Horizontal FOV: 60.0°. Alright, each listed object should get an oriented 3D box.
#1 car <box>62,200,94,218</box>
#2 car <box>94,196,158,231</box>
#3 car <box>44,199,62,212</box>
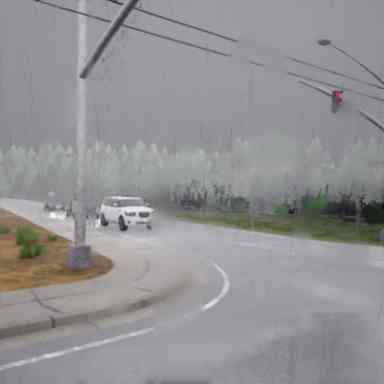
[{"bbox_3d":[-9.923,1.465,30.249,2.097,1.767,4.553,1,-1,-34],"label":"car"},{"bbox_3d":[-4.258,1.319,21.732,2.150,2.045,5.566,1,-1,-34],"label":"car"},{"bbox_3d":[-16.700,1.622,40.471,2.128,1.511,4.902,1,0,-33],"label":"car"}]
